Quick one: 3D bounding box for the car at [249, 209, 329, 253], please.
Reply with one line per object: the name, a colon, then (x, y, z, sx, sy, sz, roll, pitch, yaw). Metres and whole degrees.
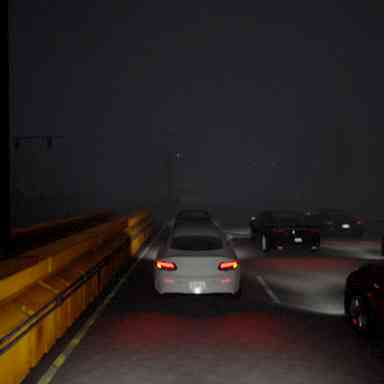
car: (3.589, 1.464, 13.700, 1.882, 1.535, 5.008, 0, 0, 0)

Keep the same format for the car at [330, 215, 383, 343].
car: (3.594, 1.348, 3.739, 2.097, 1.767, 4.553, 0, 0, 0)

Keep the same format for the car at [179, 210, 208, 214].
car: (0.086, 1.584, 17.426, 1.895, 1.301, 4.718, 0, 0, 0)

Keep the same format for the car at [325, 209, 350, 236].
car: (7.085, 1.547, 17.315, 1.994, 1.385, 4.181, 0, 0, 0)

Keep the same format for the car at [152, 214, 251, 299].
car: (0.093, 1.518, 8.304, 1.812, 1.442, 4.674, 0, 0, 0)
